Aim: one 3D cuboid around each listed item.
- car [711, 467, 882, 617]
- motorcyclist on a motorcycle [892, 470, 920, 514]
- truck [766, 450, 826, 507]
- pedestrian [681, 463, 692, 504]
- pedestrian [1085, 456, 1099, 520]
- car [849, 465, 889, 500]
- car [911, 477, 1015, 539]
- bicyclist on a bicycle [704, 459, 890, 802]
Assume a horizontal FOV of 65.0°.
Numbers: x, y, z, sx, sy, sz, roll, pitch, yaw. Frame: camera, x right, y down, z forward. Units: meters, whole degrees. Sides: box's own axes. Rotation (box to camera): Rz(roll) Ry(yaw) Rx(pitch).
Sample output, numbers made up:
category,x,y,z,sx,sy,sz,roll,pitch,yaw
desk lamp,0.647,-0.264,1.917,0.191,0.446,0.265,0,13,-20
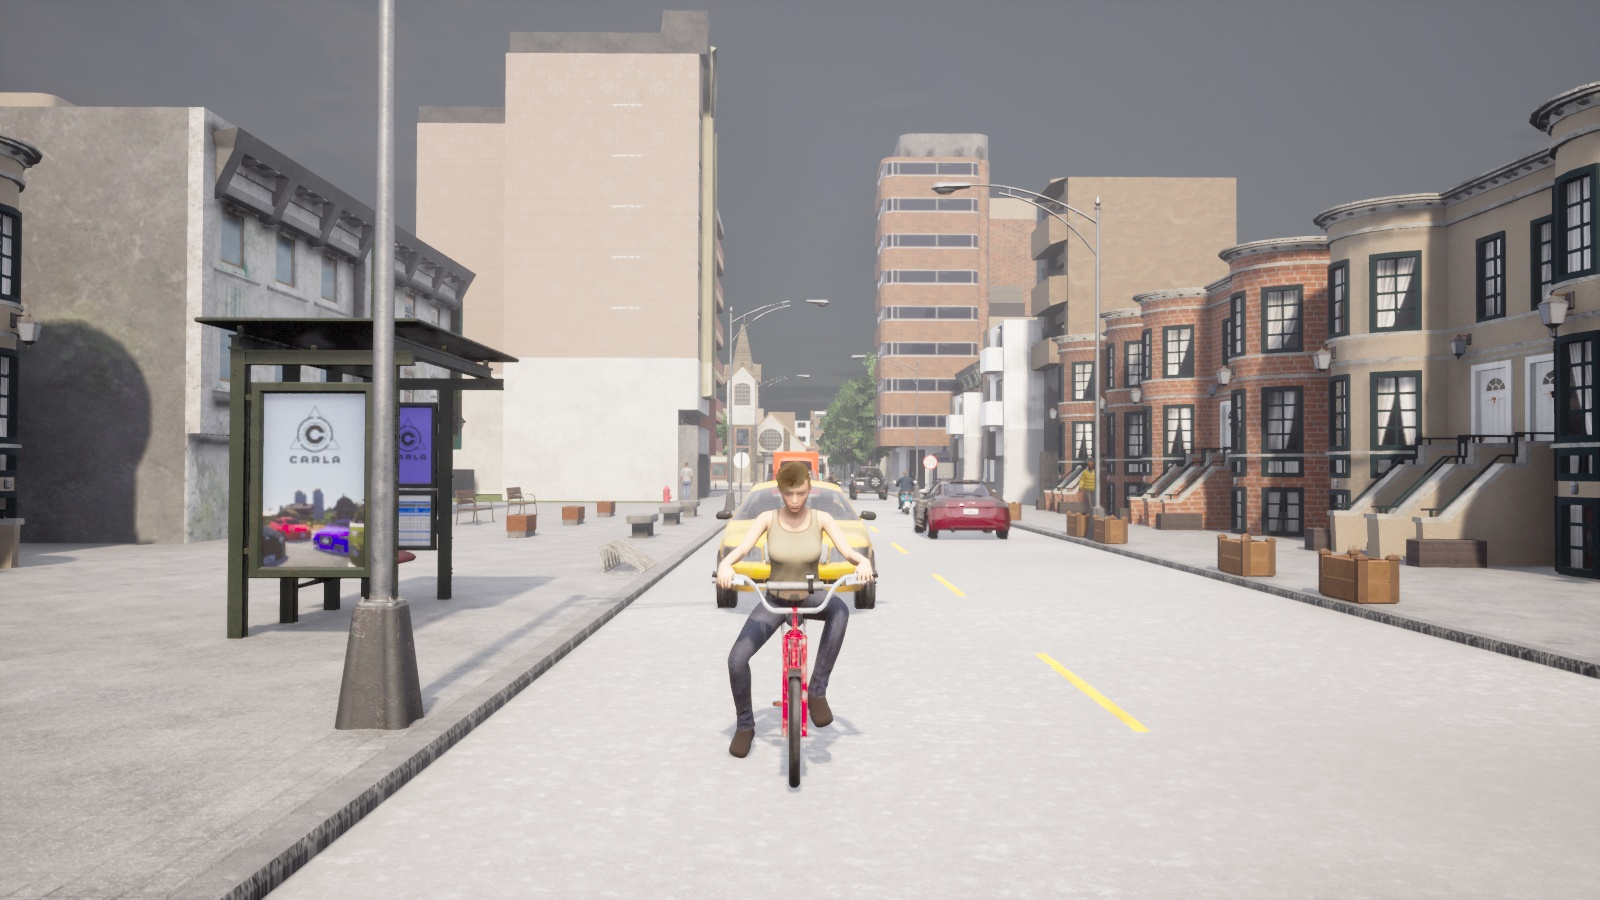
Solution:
category,x,y,z,sx,sy,sz,roll,pitch,yaw
car,-0.040,1.021,15.959,1.801,1.575,5.366,0,-1,0
motorcyclist on a motorcycle,3.871,1.525,46.120,0.866,1.590,1.817,0,-1,0
truck,-0.178,1.296,57.784,2.627,2.467,5.204,0,-1,0
pedestrian,-5.073,1.482,55.977,0.354,1.836,0.706,0,-1,5
pedestrian,8.491,1.102,36.531,0.370,1.835,0.726,0,-1,15
car,3.773,1.782,69.619,1.932,1.855,4.605,0,-1,0
car,3.925,1.380,30.888,1.994,1.385,4.181,0,-1,0
bicyclist on a bicycle,-0.022,0.863,6.680,0.866,1.612,1.509,0,-1,-1
